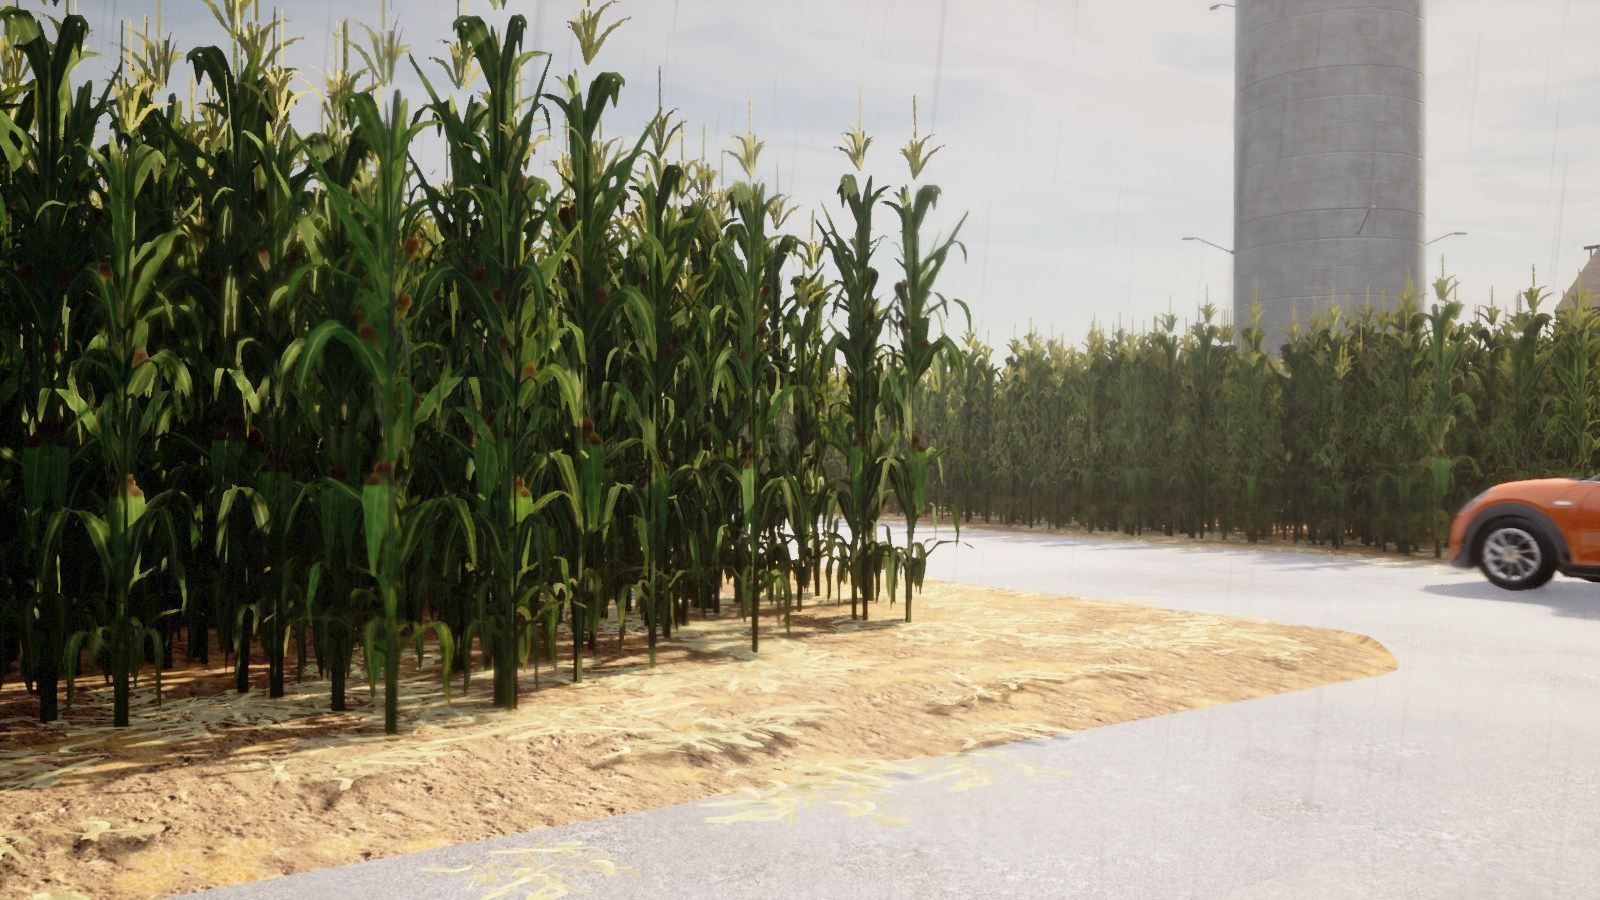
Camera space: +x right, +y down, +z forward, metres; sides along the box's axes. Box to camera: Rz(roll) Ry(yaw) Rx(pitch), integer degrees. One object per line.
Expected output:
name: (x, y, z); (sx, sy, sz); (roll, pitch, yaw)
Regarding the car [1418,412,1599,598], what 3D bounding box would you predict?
car: (8.747, 0.533, 12.101); (2.097, 1.767, 4.553); (0, 0, -35)
